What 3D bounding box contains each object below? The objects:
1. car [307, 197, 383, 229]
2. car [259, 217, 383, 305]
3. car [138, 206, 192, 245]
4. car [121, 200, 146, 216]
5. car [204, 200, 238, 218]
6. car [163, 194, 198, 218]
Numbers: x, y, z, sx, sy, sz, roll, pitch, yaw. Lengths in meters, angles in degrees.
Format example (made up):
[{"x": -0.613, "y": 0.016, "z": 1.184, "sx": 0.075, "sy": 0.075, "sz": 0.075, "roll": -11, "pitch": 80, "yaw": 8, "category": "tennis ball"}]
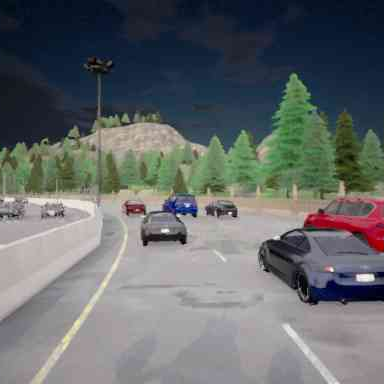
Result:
[{"x": 6.169, "y": 1.201, "z": 12.221, "sx": 2.150, "sy": 2.045, "sz": 5.566, "roll": 0, "pitch": 0, "yaw": -7, "category": "car"}, {"x": 3.049, "y": 1.554, "z": 8.146, "sx": 1.994, "sy": 1.385, "sz": 4.181, "roll": 0, "pitch": 0, "yaw": -4, "category": "car"}, {"x": -1.436, "y": 1.573, "z": 15.760, "sx": 1.994, "sy": 1.385, "sz": 4.181, "roll": 0, "pitch": 0, "yaw": -9, "category": "car"}, {"x": -5.832, "y": 1.508, "z": 32.973, "sx": 1.882, "sy": 1.535, "sz": 5.008, "roll": 0, "pitch": 0, "yaw": -19, "category": "car"}, {"x": 2.508, "y": 1.502, "z": 29.827, "sx": 1.837, "sy": 1.490, "sz": 4.892, "roll": 0, "pitch": 0, "yaw": -16, "category": "car"}, {"x": -1.132, "y": 1.233, "z": 29.974, "sx": 2.150, "sy": 2.045, "sz": 5.566, "roll": 0, "pitch": 0, "yaw": -17, "category": "car"}]
